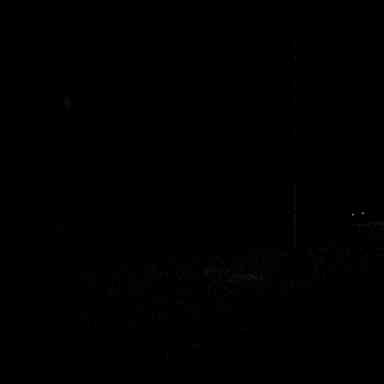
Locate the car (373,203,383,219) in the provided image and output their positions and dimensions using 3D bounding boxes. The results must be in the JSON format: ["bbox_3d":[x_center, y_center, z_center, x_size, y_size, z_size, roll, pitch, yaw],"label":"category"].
[{"bbox_3d":[15.918,1.580,29.054,1.947,1.339,4.313,0,0,-35],"label":"car"}]

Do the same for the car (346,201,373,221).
[{"bbox_3d":[10.918,1.209,26.619,2.150,2.045,5.566,0,0,-35],"label":"car"}]

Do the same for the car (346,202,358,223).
[{"bbox_3d":[9.380,1.540,24.399,1.947,1.339,4.313,0,0,-35],"label":"car"}]
